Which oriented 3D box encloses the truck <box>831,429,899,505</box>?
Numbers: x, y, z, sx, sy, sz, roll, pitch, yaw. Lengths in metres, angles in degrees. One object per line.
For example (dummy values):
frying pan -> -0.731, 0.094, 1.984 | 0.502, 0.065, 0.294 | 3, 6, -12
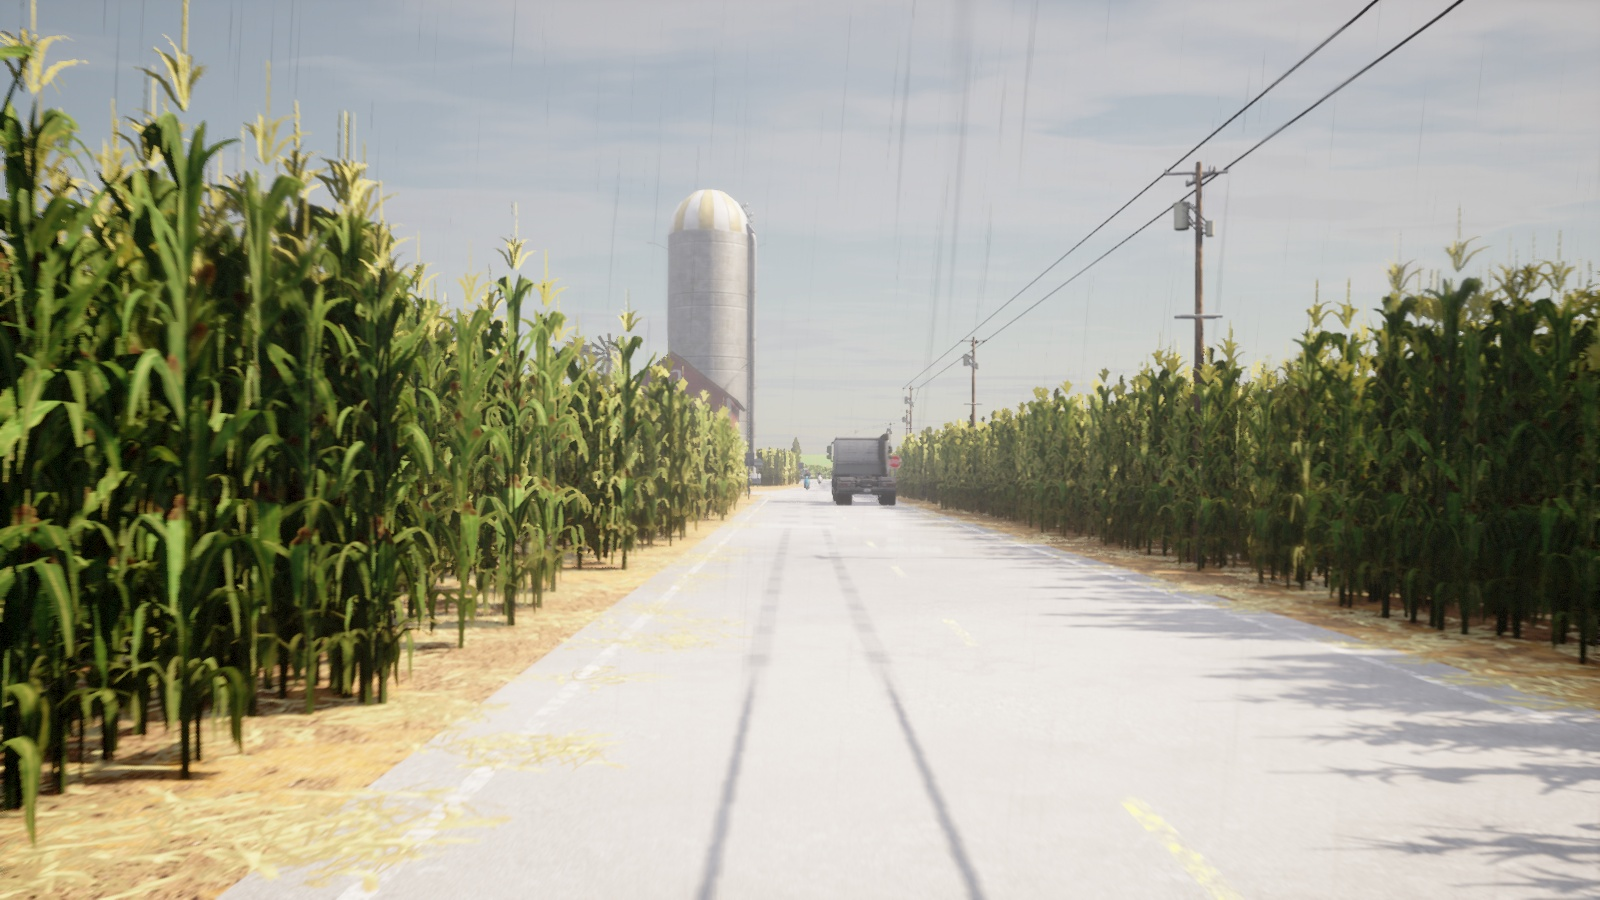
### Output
truck -> 3.057, 0.845, 61.180 | 2.891, 3.462, 7.936 | 0, -1, 0
